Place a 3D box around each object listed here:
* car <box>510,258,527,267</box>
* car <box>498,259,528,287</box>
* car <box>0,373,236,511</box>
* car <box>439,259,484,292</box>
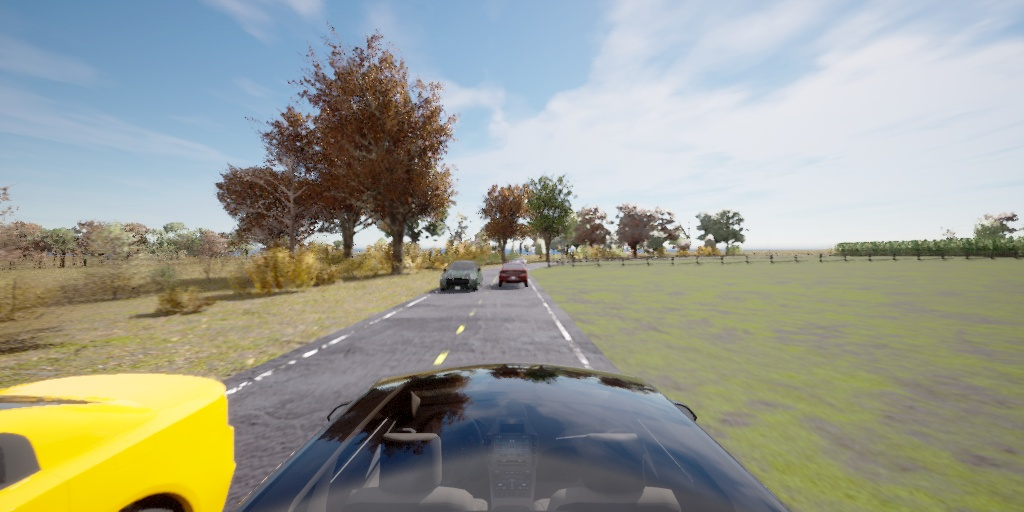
[{"bbox_3d":[1.152,1.081,62.029,1.812,1.442,4.674,0,1,17],"label":"car"},{"bbox_3d":[0.082,1.195,24.560,1.882,1.535,5.008,0,0,0],"label":"car"},{"bbox_3d":[-2.810,1.228,0.302,1.882,1.535,5.008,0,0,0],"label":"car"},{"bbox_3d":[-2.855,1.077,21.041,2.097,1.767,4.553,0,0,0],"label":"car"}]
